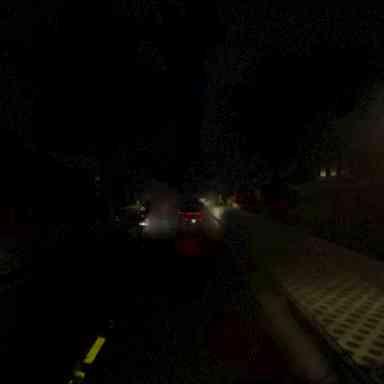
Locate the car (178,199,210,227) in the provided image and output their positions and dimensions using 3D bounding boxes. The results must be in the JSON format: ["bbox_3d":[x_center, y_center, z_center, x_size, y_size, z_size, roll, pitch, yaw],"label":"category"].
[{"bbox_3d":[0.105,1.447,22.078,1.837,1.490,4.892,0,0,0],"label":"car"}]

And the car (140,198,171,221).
[{"bbox_3d":[-2.835,1.281,26.473,2.097,1.767,4.553,0,0,0],"label":"car"}]
